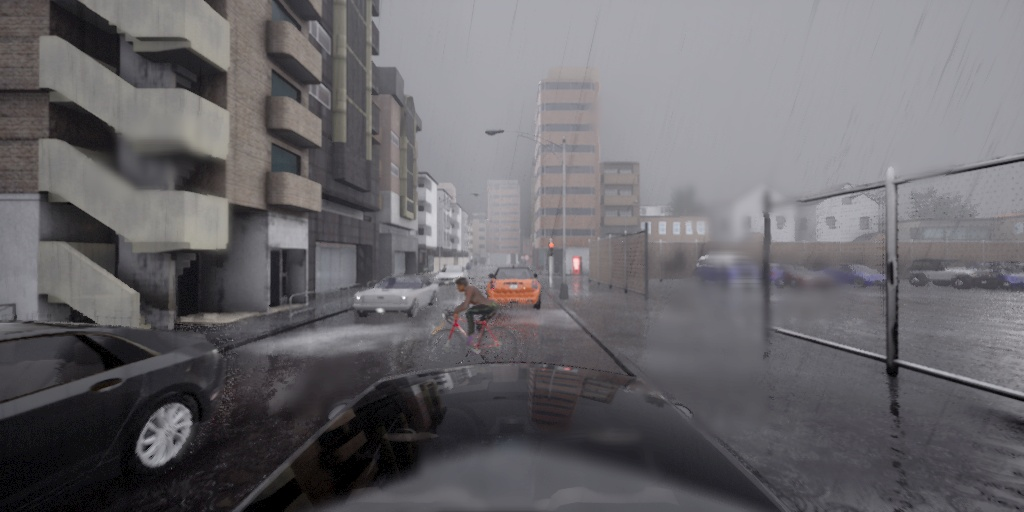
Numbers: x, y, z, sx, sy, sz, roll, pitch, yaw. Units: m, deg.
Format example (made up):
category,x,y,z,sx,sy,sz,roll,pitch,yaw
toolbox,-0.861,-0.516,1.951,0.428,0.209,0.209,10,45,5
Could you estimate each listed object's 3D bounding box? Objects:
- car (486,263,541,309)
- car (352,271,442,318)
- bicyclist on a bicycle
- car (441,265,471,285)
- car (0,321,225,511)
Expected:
category,x,y,z,sx,sy,sz,roll,pitch,yaw
car,0.058,1.169,15.420,2.097,1.767,4.553,0,0,0
car,-4.122,1.408,13.439,1.895,1.301,4.718,0,0,0
bicyclist on a bicycle,-0.755,1.222,6.714,1.656,1.620,0.582,-2,0,-1
car,-4.067,1.388,24.737,1.812,1.442,4.674,0,0,0
car,-4.105,1.257,1.948,1.837,1.490,4.892,0,0,0
